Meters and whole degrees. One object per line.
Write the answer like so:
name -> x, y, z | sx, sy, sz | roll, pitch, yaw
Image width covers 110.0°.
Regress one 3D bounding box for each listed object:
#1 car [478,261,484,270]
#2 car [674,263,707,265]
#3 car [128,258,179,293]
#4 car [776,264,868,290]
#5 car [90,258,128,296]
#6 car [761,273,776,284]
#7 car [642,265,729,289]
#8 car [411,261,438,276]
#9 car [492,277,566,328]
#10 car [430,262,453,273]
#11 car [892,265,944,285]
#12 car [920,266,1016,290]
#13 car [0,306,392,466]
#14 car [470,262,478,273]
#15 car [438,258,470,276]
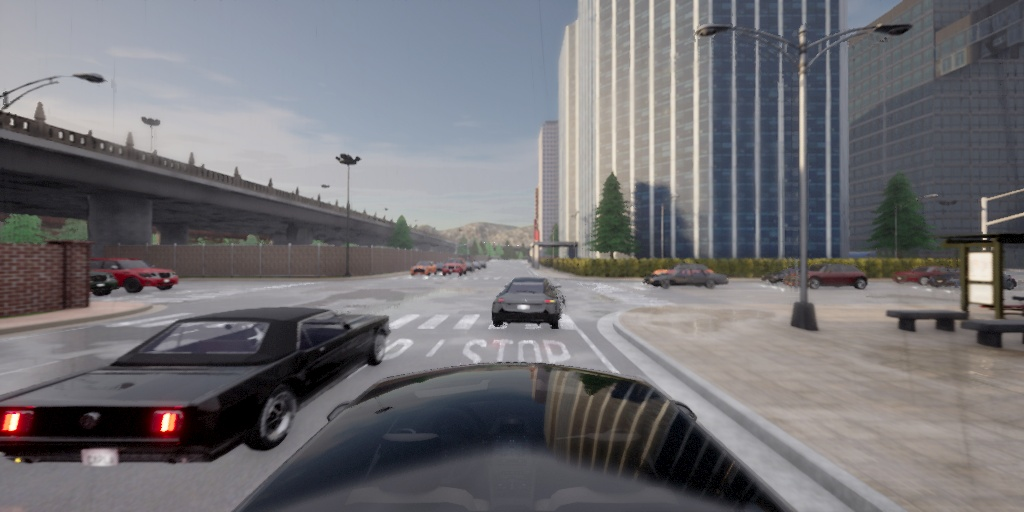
car -> -6.250, 1.660, 60.796 | 1.812, 1.442, 4.674 | 0, 0, 1
car -> 13.334, 1.349, 28.292 | 4.553, 1.767, 2.097 | 0, 0, 1
car -> -23.580, 1.133, 21.662 | 5.566, 2.045, 2.150 | 0, 0, 1
car -> 21.415, 1.333, 24.664 | 4.553, 1.767, 2.097 | 0, 0, 1
car -> -23.513, 1.110, 18.154 | 5.566, 2.045, 2.150 | 0, 0, 1
car -> 22.747, 1.553, 28.142 | 5.357, 1.411, 2.033 | 0, 0, 1
car -> 11.937, 1.519, 24.812 | 5.357, 1.411, 2.033 | 0, 0, 1
car -> -10.090, 1.353, 41.315 | 2.097, 1.767, 4.553 | 0, 0, 1
car -> 0.659, 1.382, 11.821 | 1.994, 1.385, 4.181 | 0, 0, 10
car -> -9.916, 1.612, 50.780 | 2.033, 1.411, 5.357 | 0, 0, 2
car -> 32.774, 1.494, 27.965 | 5.008, 1.535, 1.882 | 0, 0, 1
car -> 31.282, 1.555, 24.493 | 4.181, 1.385, 1.994 | 0, 0, 1
car -> -3.339, 1.370, 5.139 | 1.895, 1.301, 4.718 | 0, 0, 0
car -> -6.417, 1.550, 51.476 | 1.882, 1.535, 5.008 | 0, 0, 1
car -> -6.560, 1.228, 41.478 | 2.150, 2.045, 5.566 | 0, 0, 1
